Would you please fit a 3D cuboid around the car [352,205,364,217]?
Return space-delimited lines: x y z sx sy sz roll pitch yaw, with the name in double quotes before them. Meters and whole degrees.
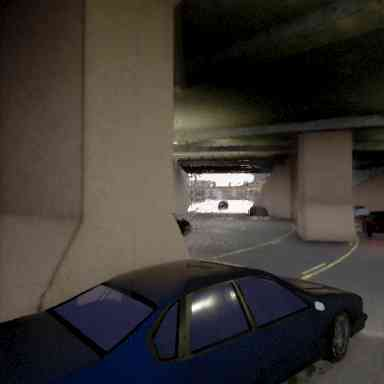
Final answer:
"car" 18.327 2.163 37.367 1.812 1.442 4.674 0 -1 5

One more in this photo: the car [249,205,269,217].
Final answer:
"car" 7.866 2.179 39.566 1.994 1.385 4.181 0 -1 4

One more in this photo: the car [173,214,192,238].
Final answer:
"car" -1.762 1.813 17.740 1.994 1.385 4.181 0 -1 34

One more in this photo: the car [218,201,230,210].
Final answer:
"car" 5.720 2.409 60.243 1.837 1.490 4.892 0 -1 4

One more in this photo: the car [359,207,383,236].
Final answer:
"car" 11.580 1.881 20.303 1.812 1.442 4.674 0 -1 23

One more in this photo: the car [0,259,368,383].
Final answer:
"car" 0.195 1.610 4.148 5.357 1.411 2.033 1 -1 -40
